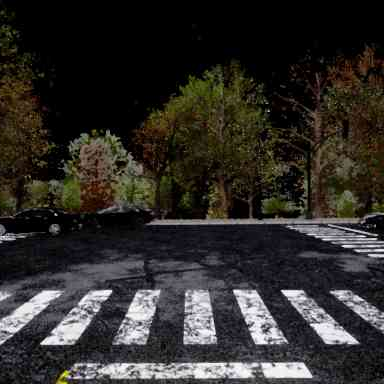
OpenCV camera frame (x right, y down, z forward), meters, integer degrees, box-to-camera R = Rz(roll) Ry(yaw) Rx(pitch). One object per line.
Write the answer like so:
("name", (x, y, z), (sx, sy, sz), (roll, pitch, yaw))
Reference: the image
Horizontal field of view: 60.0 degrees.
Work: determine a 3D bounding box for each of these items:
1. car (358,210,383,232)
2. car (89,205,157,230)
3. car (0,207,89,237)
("car", (11.598, 1.397, 17.954), (4.892, 1.490, 1.837), (-1, -1, 1))
("car", (-4.721, 1.595, 21.459), (4.902, 1.511, 2.128), (-1, -1, 1))
("car", (-8.535, 1.604, 18.264), (4.892, 1.490, 1.837), (-1, -1, 1))
